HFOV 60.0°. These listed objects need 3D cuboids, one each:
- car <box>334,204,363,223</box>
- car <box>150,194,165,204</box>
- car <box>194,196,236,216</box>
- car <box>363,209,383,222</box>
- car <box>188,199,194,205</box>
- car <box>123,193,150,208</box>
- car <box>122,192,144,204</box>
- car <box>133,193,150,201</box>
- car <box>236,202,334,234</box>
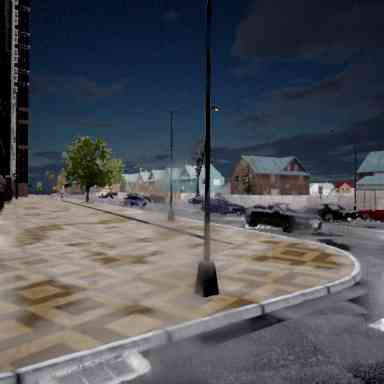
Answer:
[{"bbox_3d":[9.416,1.480,24.021,1.895,1.301,4.718,1,0,-28],"label":"car"},{"bbox_3d":[-5.874,1.092,53.245,1.837,1.490,4.892,1,0,-28],"label":"car"},{"bbox_3d":[2.593,1.321,29.619,2.033,1.411,5.357,1,0,-28],"label":"car"},{"bbox_3d":[13.846,1.540,22.560,1.895,1.301,4.718,1,0,-28],"label":"car"},{"bbox_3d":[1.385,1.241,46.381,2.033,1.411,5.357,1,0,-28],"label":"car"},{"bbox_3d":[-7.133,1.138,41.217,1.812,1.442,4.674,1,0,-28],"label":"car"},{"bbox_3d":[-9.387,0.901,52.650,2.097,1.767,4.553,1,0,-27],"label":"car"},{"bbox_3d":[-10.547,1.047,69.186,2.033,1.411,5.357,1,0,-28],"label":"car"},{"bbox_3d":[4.862,1.341,18.263,2.128,1.511,4.902,1,0,-27],"label":"car"}]
